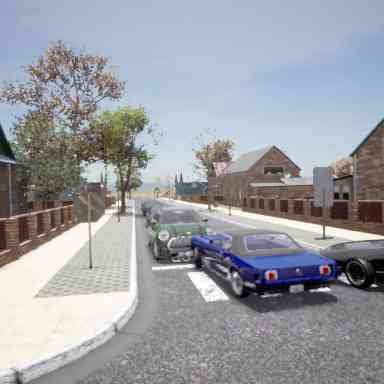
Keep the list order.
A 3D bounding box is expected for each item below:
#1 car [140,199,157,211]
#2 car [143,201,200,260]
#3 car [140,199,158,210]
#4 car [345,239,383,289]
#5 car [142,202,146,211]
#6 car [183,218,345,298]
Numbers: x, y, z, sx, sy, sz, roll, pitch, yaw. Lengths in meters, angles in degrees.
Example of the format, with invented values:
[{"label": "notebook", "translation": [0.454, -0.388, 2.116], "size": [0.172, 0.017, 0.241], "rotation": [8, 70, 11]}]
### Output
[{"label": "car", "translation": [-5.768, 1.648, 43.766], "size": [2.033, 1.411, 5.357], "rotation": [-2, 0, -9]}, {"label": "car", "translation": [-0.527, 1.394, 12.760], "size": [2.097, 1.767, 4.553], "rotation": [-2, 0, -12]}, {"label": "car", "translation": [-3.974, 1.556, 33.247], "size": [1.882, 1.535, 5.008], "rotation": [-2, 0, -10]}, {"label": "car", "translation": [5.558, 1.434, 7.069], "size": [5.357, 1.411, 2.033], "rotation": [-1, 0, 41]}, {"label": "car", "translation": [-2.143, 1.620, 22.737], "size": [1.994, 1.385, 4.181], "rotation": [-2, 0, -10]}, {"label": "car", "translation": [1.405, 1.594, 8.629], "size": [1.895, 1.301, 4.718], "rotation": [-1, 1, -17]}]
